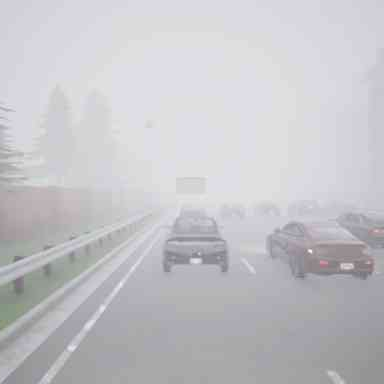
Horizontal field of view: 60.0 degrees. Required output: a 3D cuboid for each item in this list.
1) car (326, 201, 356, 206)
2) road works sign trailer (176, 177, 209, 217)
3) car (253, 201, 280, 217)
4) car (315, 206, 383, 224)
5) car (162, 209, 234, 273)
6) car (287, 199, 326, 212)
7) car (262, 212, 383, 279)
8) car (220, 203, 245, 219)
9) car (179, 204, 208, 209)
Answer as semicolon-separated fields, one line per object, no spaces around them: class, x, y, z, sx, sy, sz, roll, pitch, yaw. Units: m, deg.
car;14.096;1.599;31.843;1.837;1.490;4.892;0;0;0
road works sign trailer;-0.094;0.545;27.263;2.380;3.560;2.880;0;0;-3
car;7.098;1.599;32.006;1.837;1.490;4.892;0;0;0
car;7.099;1.546;13.877;1.837;1.490;4.892;0;0;0
car;0.099;1.523;10.744;2.128;1.511;4.902;0;0;0
car;10.596;1.446;31.695;2.097;1.767;4.553;0;0;0
car;3.586;1.555;10.001;1.812;1.442;4.674;0;0;0
car;3.597;1.691;30.594;1.895;1.301;4.718;0;0;0
car;0.082;1.541;23.338;1.882;1.535;5.008;0;0;1
